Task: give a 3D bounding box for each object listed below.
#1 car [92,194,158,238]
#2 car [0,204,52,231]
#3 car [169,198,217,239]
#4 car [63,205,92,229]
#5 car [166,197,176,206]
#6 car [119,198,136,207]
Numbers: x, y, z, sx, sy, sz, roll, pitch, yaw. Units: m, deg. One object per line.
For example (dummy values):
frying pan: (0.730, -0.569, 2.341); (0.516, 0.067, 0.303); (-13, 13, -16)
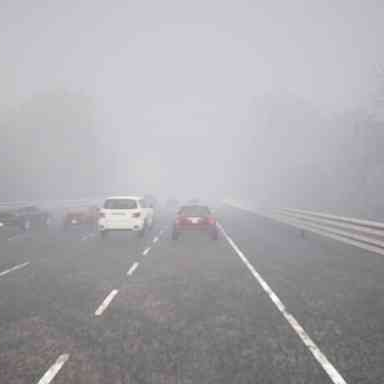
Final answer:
car: (-3.371, 1.244, 17.984); (2.150, 2.045, 5.566); (0, 0, 0)
car: (-10.361, 1.529, 20.526); (1.837, 1.490, 4.892); (0, 0, 0)
car: (0.129, 1.376, 17.474); (2.097, 1.767, 4.553); (0, 0, 0)
car: (-6.859, 1.553, 21.669); (1.812, 1.442, 4.674); (0, 0, 0)
car: (-3.241, 1.571, 55.175); (2.128, 1.511, 4.902); (0, 0, 0)
car: (-10.249, 1.675, 53.198); (1.895, 1.301, 4.718); (0, 0, 0)
